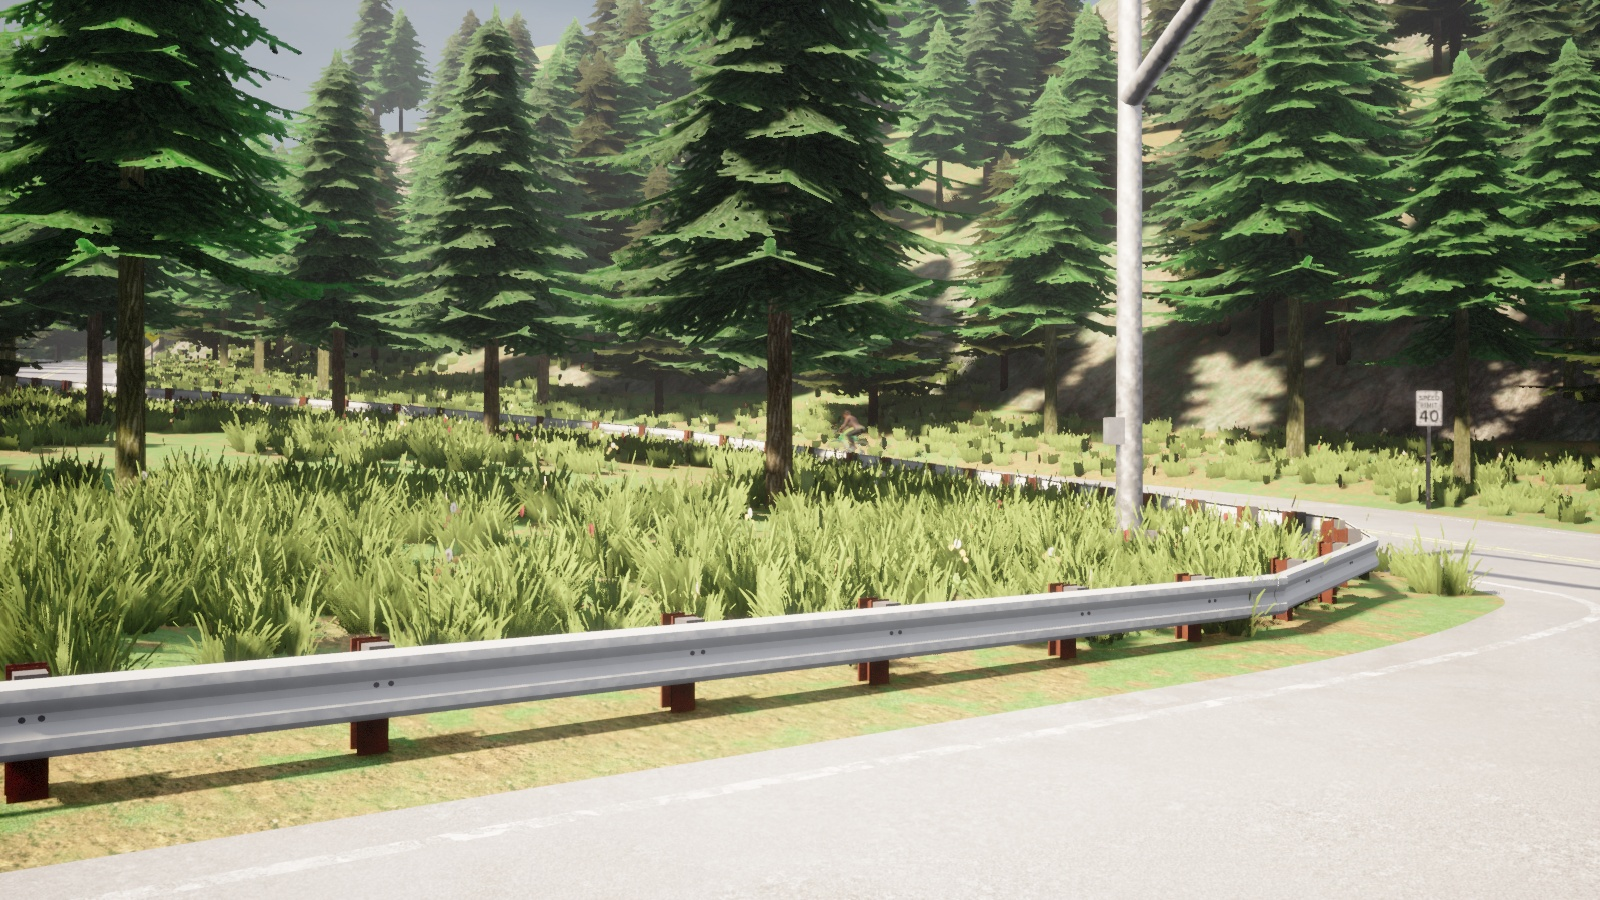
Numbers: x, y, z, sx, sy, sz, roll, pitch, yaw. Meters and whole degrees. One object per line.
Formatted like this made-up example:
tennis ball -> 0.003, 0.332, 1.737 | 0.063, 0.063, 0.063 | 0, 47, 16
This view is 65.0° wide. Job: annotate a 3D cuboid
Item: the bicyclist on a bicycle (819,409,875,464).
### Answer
bicyclist on a bicycle -> 1.478, -0.435, 39.558 | 1.656, 1.620, 0.582 | 4, 3, 35
